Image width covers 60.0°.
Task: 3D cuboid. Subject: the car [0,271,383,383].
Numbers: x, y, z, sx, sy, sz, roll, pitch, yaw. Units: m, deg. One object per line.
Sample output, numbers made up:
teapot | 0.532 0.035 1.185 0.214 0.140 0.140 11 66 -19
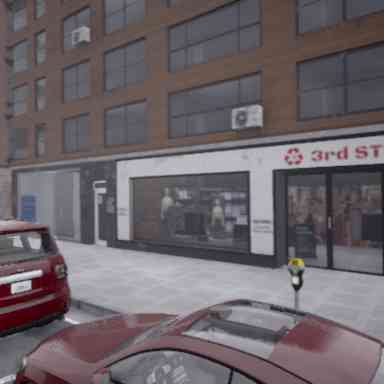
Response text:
car | 0.243 1.591 2.658 4.206 1.307 1.802 -1 0 36

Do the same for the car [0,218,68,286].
car | -4.233 1.392 5.890 5.009 1.841 2.192 -1 0 36
